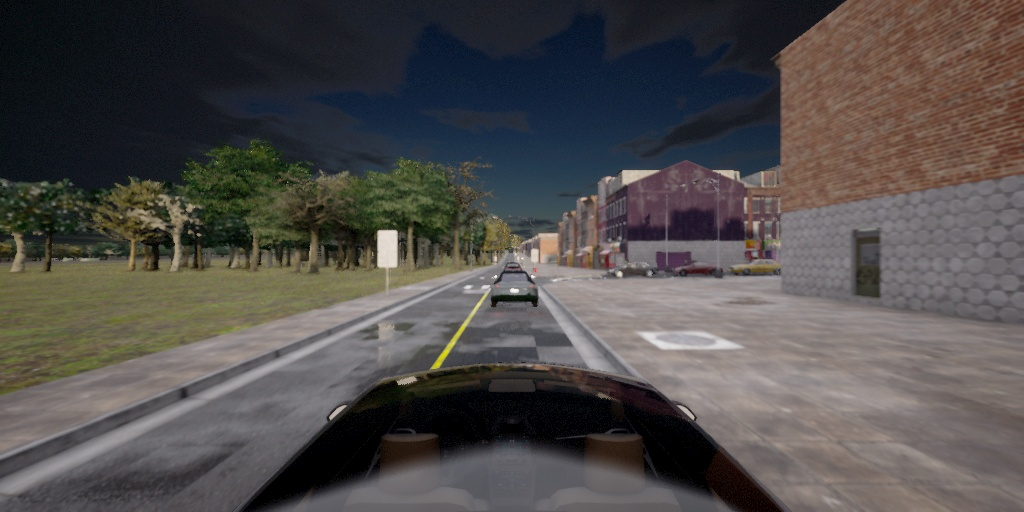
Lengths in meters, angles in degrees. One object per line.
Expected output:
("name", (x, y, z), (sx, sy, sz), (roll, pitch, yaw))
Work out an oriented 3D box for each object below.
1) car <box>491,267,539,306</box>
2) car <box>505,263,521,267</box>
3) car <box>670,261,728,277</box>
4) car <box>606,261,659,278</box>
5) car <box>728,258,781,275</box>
("car", (0.102, 1.339, 15.954), (1.994, 1.385, 4.181), (0, 0, 0))
("car", (0.089, 1.433, 35.431), (1.837, 1.490, 4.892), (0, -1, 0))
("car", (15.984, 1.060, 31.232), (4.207, 1.307, 1.802), (0, 0, 0))
("car", (10.454, 1.148, 31.236), (4.403, 1.370, 2.007), (0, 0, 0))
("car", (21.346, 0.884, 31.229), (4.829, 1.417, 1.751), (0, 0, 0))
